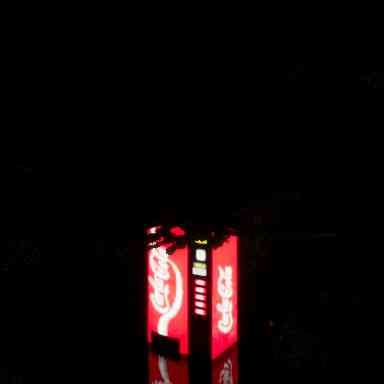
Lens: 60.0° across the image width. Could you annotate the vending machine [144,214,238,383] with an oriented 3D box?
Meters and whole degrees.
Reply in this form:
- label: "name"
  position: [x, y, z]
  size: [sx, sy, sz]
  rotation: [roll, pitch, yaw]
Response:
- label: "vending machine"
  position: [0.012, 1.415, 4.824]
  size: [0.880, 2.100, 1.100]
  rotation: [0, 0, 35]
